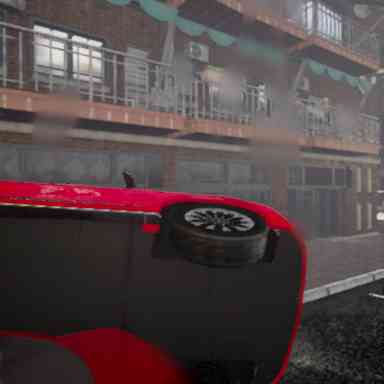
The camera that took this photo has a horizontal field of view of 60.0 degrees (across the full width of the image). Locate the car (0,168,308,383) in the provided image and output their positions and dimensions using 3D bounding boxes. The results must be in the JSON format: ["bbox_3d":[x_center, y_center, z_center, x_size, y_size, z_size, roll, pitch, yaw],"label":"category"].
[{"bbox_3d":[-1.648,0.963,3.790,5.566,2.150,2.045,4,14,-7],"label":"car"}]

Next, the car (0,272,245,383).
[{"bbox_3d":[-2.085,1.545,1.382,4.507,1.381,1.887,0,0,-36],"label":"car"}]
